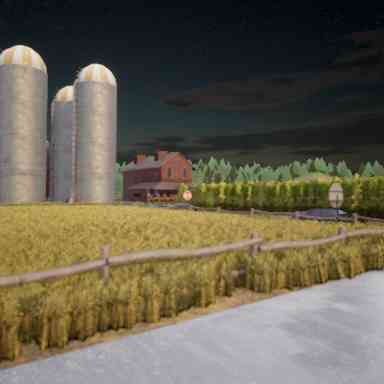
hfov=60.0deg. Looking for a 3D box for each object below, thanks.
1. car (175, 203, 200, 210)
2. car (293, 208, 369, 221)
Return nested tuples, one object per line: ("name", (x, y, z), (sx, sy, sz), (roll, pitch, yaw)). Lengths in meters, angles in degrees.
("car", (-0.554, 1.978, 38.421), (1.895, 1.301, 4.718), (1, -1, -35))
("car", (9.825, 1.848, 23.955), (2.033, 1.411, 5.357), (1, -1, -36))
